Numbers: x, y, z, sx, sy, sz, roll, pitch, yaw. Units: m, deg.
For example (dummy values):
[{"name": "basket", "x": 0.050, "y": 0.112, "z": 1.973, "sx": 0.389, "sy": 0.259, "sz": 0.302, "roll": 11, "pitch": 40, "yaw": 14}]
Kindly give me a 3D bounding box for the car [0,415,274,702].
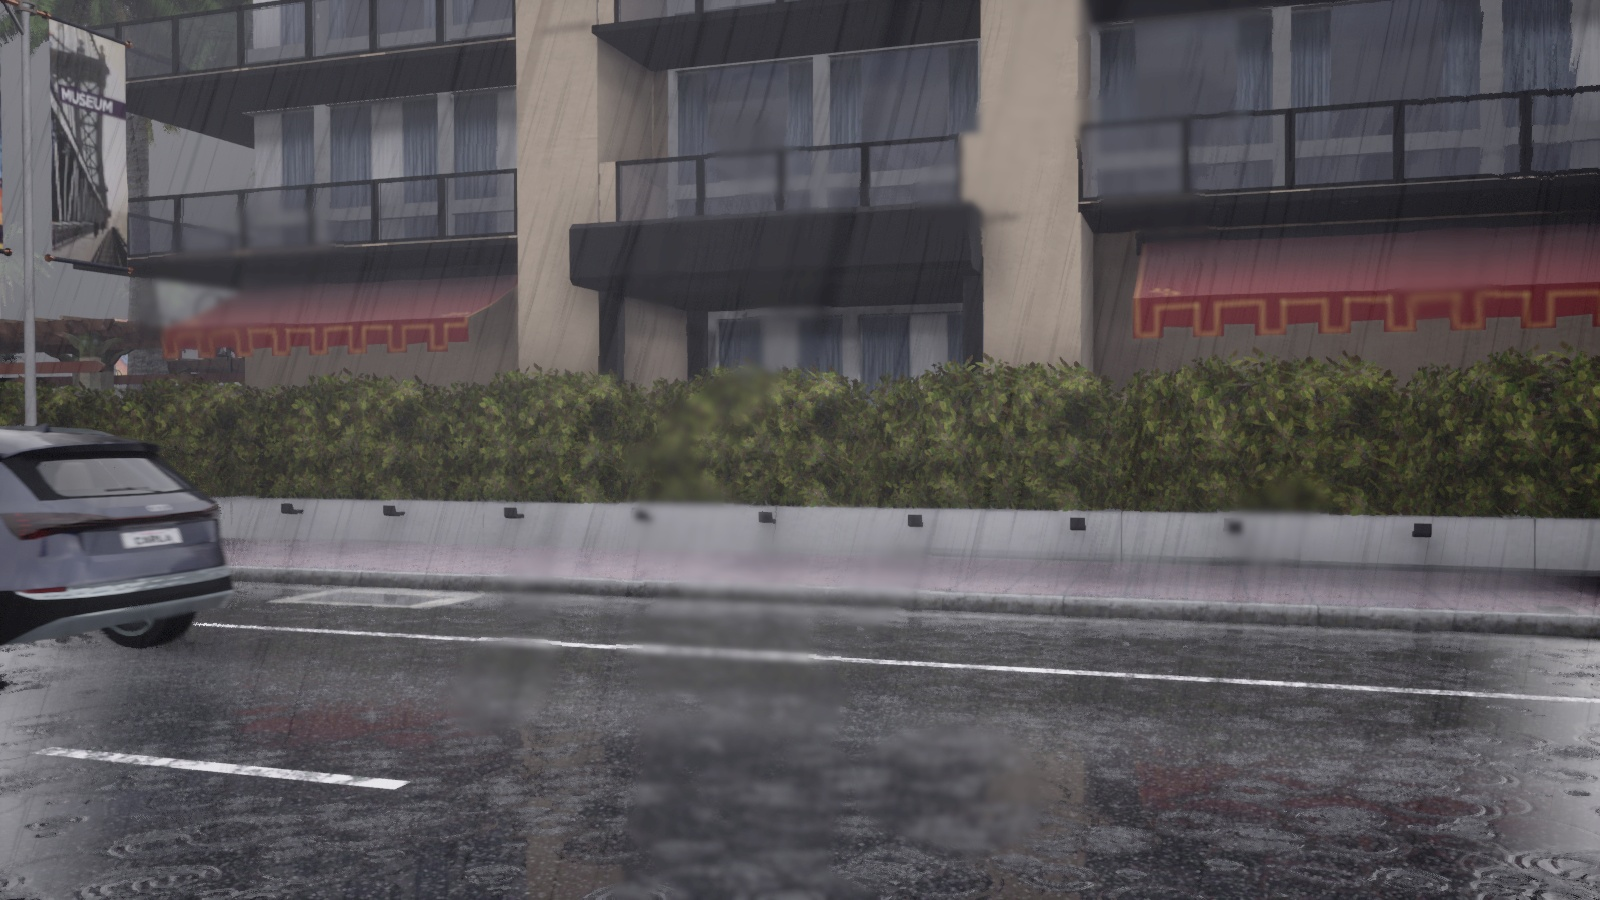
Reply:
[{"name": "car", "x": -6.456, "y": 0.590, "z": 8.916, "sx": 4.856, "sy": 1.649, "sz": 2.033, "roll": 1, "pitch": 1, "yaw": 18}]
